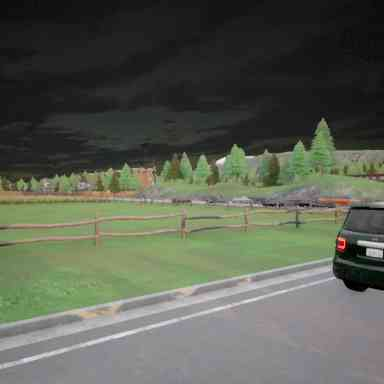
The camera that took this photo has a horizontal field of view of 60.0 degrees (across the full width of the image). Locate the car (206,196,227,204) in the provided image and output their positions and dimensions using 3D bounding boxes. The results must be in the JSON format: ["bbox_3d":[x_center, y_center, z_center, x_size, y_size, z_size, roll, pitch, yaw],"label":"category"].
[{"bbox_3d":[4.611,1.506,61.316,1.837,1.490,4.892,0,0,-36],"label":"car"}]

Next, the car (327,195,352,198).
[{"bbox_3d":[22.737,1.352,48.397,2.097,1.767,4.553,0,0,-36],"label":"car"}]

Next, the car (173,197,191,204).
[{"bbox_3d":[-1.954,1.564,64.434,1.994,1.385,4.181,0,0,-36],"label":"car"}]

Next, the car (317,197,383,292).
[{"bbox_3d":[5.552,1.221,7.728,5.566,2.045,2.150,0,0,-36],"label":"car"}]

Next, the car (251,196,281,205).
[{"bbox_3d":[13.485,1.548,61.046,2.033,1.411,5.357,0,0,-36],"label":"car"}]

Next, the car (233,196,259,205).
[{"bbox_3d":[9.410,1.526,60.678,1.812,1.442,4.674,0,0,-36],"label":"car"}]

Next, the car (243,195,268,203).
[{"bbox_3d":[12.912,1.477,67.856,1.882,1.535,5.008,0,0,-36],"label":"car"}]

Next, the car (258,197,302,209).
[{"bbox_3d":[11.946,1.491,45.352,2.128,1.511,4.902,0,0,-36],"label":"car"}]

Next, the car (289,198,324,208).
[{"bbox_3d":[17.181,1.601,50.057,1.895,1.301,4.718,0,0,-36],"label":"car"}]

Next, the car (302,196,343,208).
[{"bbox_3d":[17.026,1.601,44.346,1.895,1.301,4.718,0,0,-36],"label":"car"}]
